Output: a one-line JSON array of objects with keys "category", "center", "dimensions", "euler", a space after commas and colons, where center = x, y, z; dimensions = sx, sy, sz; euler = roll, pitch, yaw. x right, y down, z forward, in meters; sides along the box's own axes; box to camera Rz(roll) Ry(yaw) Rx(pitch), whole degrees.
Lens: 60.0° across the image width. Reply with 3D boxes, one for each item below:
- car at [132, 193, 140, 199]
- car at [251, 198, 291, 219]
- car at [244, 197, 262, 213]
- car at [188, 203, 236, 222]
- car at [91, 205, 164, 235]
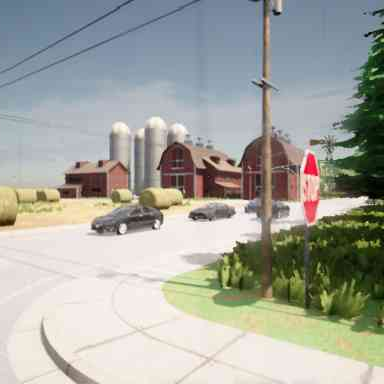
[{"category": "car", "center": [-14.489, 1.144, 87.088], "dimensions": [3.866, 1.878, 1.905], "euler": [-2, 6, -11]}, {"category": "car", "center": [7.188, 1.538, 29.076], "dimensions": [1.837, 1.490, 4.892], "euler": [0, 0, 33]}, {"category": "car", "center": [7.368, 1.384, 36.102], "dimensions": [2.097, 1.767, 4.553], "euler": [0, 0, 34]}, {"category": "car", "center": [1.779, 1.580, 27.510], "dimensions": [2.033, 1.411, 5.357], "euler": [0, 0, 33]}, {"category": "car", "center": [-3.580, 1.538, 19.206], "dimensions": [1.837, 1.490, 4.892], "euler": [0, 0, 33]}]
